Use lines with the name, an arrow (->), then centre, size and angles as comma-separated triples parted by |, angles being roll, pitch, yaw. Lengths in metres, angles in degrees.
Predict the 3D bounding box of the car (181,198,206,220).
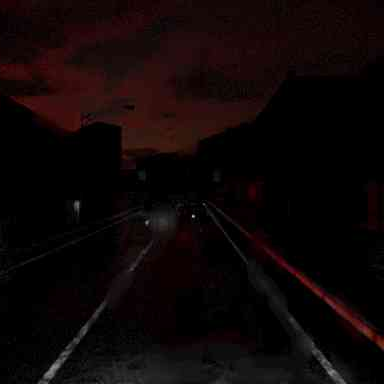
car -> 0.099, 1.450, 26.546 | 1.895, 1.301, 4.718 | 0, 1, 0

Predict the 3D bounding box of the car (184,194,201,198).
car -> 0.072, 1.086, 42.657 | 1.837, 1.490, 4.892 | 0, 1, 0

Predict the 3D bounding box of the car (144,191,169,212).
car -> -3.579, 0.950, 34.717 | 2.150, 2.045, 5.566 | 0, 1, 0
